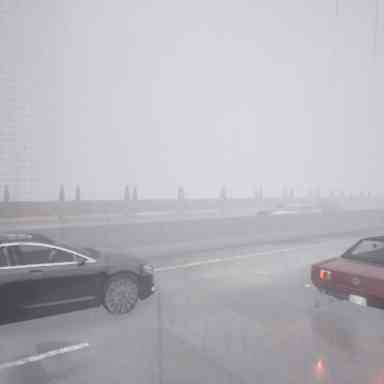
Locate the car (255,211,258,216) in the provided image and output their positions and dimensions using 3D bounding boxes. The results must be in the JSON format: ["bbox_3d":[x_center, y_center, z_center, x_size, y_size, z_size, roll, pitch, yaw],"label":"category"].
[{"bbox_3d":[6.936,1.566,26.122,4.181,1.385,1.994,0,0,-35],"label":"car"}]

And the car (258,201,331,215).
[{"bbox_3d":[6.756,1.527,21.698,4.674,1.442,1.812,0,0,-35],"label":"car"}]

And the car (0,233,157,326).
[{"bbox_3d":[-2.988,1.492,5.914,4.902,1.511,2.128,0,0,-35],"label":"car"}]

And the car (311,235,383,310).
[{"bbox_3d":[4.718,1.601,7.108,4.718,1.301,1.895,0,0,-35],"label":"car"}]

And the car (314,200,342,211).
[{"bbox_3d":[13.675,1.550,35.222,5.357,1.411,2.033,0,0,-35],"label":"car"}]
